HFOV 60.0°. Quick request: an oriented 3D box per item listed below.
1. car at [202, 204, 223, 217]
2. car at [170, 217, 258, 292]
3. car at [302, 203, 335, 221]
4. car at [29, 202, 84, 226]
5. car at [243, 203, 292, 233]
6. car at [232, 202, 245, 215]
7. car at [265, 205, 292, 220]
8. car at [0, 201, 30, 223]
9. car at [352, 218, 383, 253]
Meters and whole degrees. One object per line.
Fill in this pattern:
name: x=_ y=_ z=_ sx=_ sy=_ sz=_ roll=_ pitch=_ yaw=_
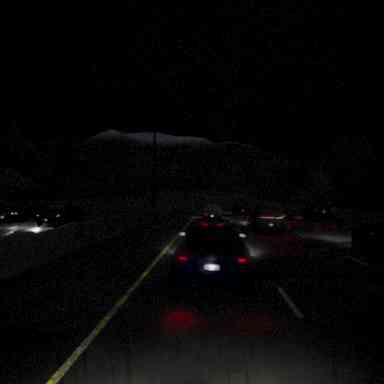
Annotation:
car: x=1.885 y=1.860 z=30.704 sx=1.812 sy=1.442 sz=4.674 roll=1 pitch=-1 yaw=4
car: x=0.557 y=1.629 z=9.239 sx=1.994 sy=1.385 sz=4.181 roll=1 pitch=0 yaw=4
car: x=12.576 y=1.927 z=33.456 sx=2.097 sy=1.767 sz=4.553 roll=1 pitch=-1 yaw=4
car: x=-9.261 y=1.554 z=23.713 sx=1.812 sy=1.442 sz=4.674 roll=1 pitch=-1 yaw=4
car: x=4.866 y=1.773 z=22.188 sx=2.128 sy=1.511 sz=4.902 roll=1 pitch=-1 yaw=4
car: x=6.047 y=2.030 z=41.312 sx=1.882 sy=1.535 sz=5.008 roll=1 pitch=-1 yaw=4
car: x=9.196 y=2.139 z=35.566 sx=1.895 sy=1.301 sz=4.718 roll=1 pitch=-1 yaw=4
car: x=-12.687 y=1.470 z=24.980 sx=2.128 sy=1.511 sz=4.902 roll=1 pitch=-1 yaw=4
car: x=7.775 y=1.721 z=12.547 sx=2.128 sy=1.511 sz=4.902 roll=1 pitch=-1 yaw=4
